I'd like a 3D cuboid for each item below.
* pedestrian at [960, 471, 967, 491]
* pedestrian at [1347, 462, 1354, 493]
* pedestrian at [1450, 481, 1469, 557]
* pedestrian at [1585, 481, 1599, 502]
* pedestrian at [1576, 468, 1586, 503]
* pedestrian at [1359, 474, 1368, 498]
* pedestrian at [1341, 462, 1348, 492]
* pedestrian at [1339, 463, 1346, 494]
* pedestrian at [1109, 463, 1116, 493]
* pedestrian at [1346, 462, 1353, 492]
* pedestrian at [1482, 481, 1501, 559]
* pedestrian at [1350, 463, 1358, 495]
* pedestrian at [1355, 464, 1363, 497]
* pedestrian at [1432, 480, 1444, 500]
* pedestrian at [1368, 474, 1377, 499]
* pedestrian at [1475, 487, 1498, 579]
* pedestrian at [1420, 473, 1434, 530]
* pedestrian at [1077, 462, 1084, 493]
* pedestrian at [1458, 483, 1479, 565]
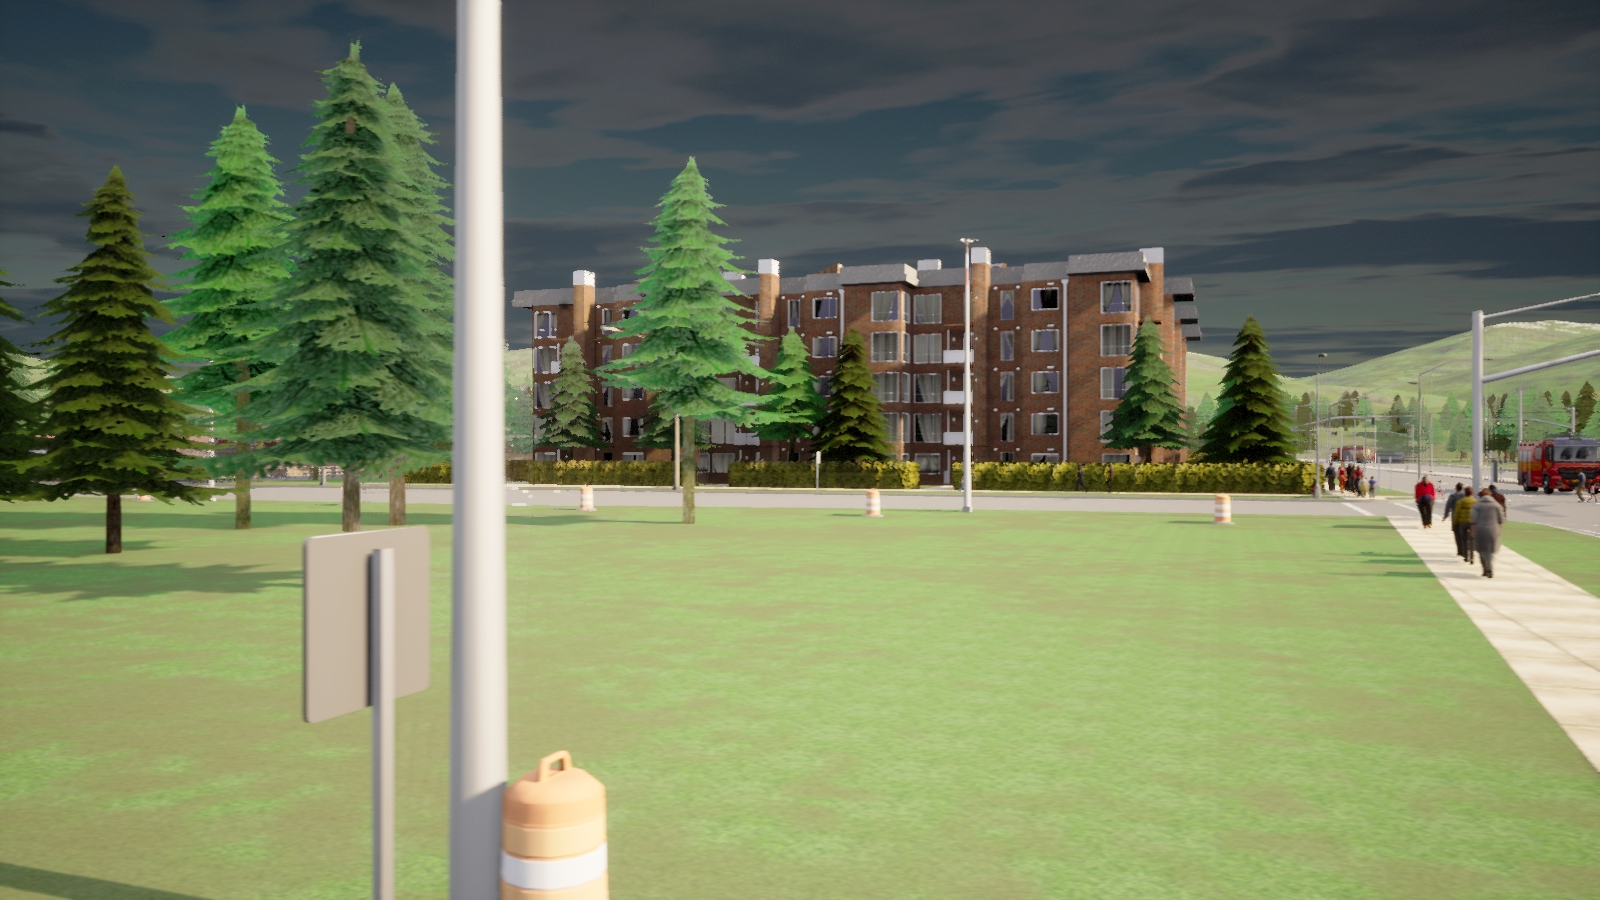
[{"bbox_3d":[10.440,1.977,72.966,0.375,1.300,0.375,0,0,20],"label":"pedestrian"},{"bbox_3d":[33.864,1.697,70.261,0.375,1.860,0.375,0,0,27],"label":"pedestrian"},{"bbox_3d":[16.302,1.696,28.232,0.375,1.860,0.375,0,0,25],"label":"pedestrian"},{"bbox_3d":[42.483,2.229,61.276,0.500,1.100,0.500,0,0,13],"label":"pedestrian"},{"bbox_3d":[41.074,1.856,60.075,0.375,1.860,0.375,0,0,24],"label":"pedestrian"},{"bbox_3d":[30.939,1.977,62.737,0.375,1.300,0.375,0,0,20],"label":"pedestrian"},{"bbox_3d":[34.132,1.697,71.672,0.375,1.860,0.375,0,0,21],"label":"pedestrian"},{"bbox_3d":[32.513,1.697,68.450,0.375,1.860,0.375,0,0,25],"label":"pedestrian"},{"bbox_3d":[19.073,1.697,69.821,0.375,1.860,0.375,0,0,22],"label":"pedestrian"},{"bbox_3d":[34.102,1.699,70.918,0.375,1.860,0.375,0,0,20],"label":"pedestrian"},{"bbox_3d":[16.873,1.696,27.890,0.375,1.860,0.375,0,0,27],"label":"pedestrian"},{"bbox_3d":[32.387,1.696,66.755,0.375,1.860,0.375,0,0,31],"label":"pedestrian"},{"bbox_3d":[31.140,1.697,63.644,0.375,1.860,0.375,0,0,23],"label":"pedestrian"},{"bbox_3d":[35.445,2.201,63.502,0.500,1.100,0.500,0,0,18],"label":"pedestrian"},{"bbox_3d":[31.064,1.978,62.013,0.375,1.300,0.375,0,0,35],"label":"pedestrian"},{"bbox_3d":[14.139,1.696,23.536,0.375,1.860,0.375,0,0,26],"label":"pedestrian"},{"bbox_3d":[20.753,1.696,37.842,0.375,1.860,0.375,0,0,24],"label":"pedestrian"},{"bbox_3d":[17.326,1.697,70.480,0.375,1.860,0.375,0,0,20],"label":"pedestrian"},{"bbox_3d":[15.423,1.696,26.362,0.375,1.860,0.375,0,0,25],"label":"pedestrian"}]
